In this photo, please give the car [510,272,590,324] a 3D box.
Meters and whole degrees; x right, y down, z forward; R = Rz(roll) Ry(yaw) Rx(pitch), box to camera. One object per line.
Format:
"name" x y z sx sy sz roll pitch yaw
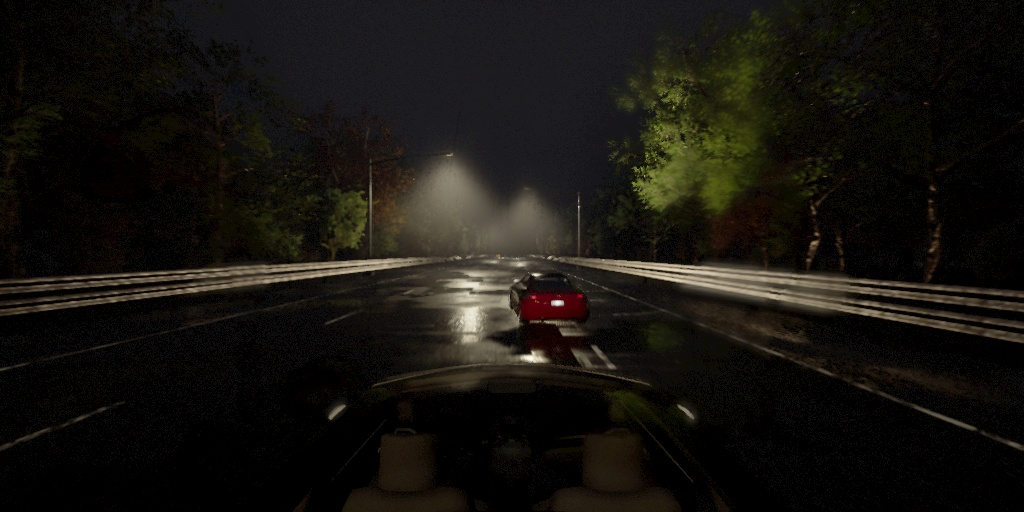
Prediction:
"car" 1.049 1.217 11.625 1.994 1.385 4.181 0 1 -5
